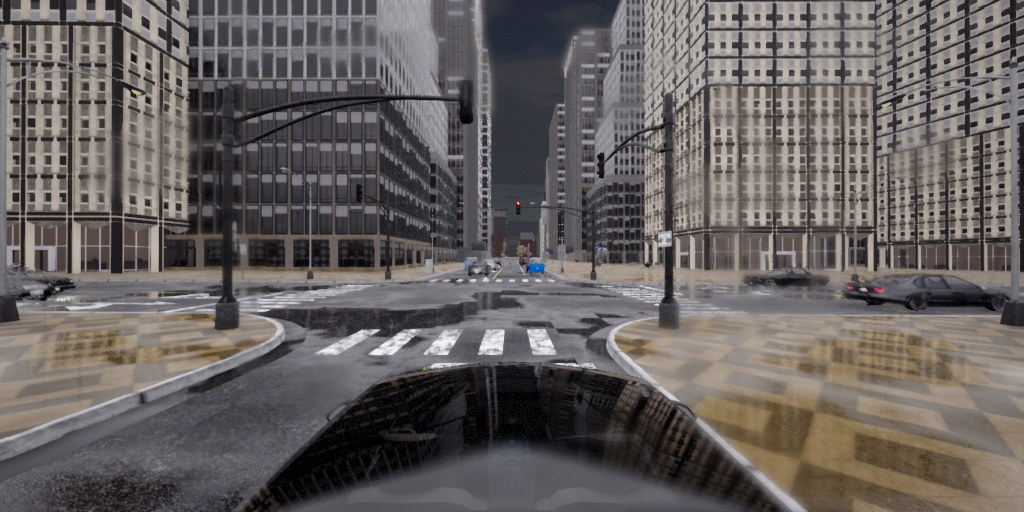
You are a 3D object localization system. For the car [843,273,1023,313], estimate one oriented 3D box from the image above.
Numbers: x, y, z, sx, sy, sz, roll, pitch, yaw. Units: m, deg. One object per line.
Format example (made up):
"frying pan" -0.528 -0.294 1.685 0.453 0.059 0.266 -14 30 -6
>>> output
"car" 16.500 1.403 14.237 5.357 1.411 2.033 0 0 1

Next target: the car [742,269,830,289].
"car" 18.240 1.513 24.089 4.718 1.301 1.895 0 0 -1

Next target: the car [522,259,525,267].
"car" 2.618 1.292 45.360 1.888 1.381 4.507 0 0 0

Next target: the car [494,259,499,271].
"car" -3.173 1.273 49.282 1.812 1.442 4.674 0 0 1

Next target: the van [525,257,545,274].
"van" 2.686 1.088 39.822 1.690 1.789 3.998 0 0 0

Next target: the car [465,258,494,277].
"car" -3.232 1.238 35.654 2.128 1.511 4.902 0 0 0

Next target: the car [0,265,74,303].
"car" -20.186 1.073 13.339 4.902 1.511 2.128 0 0 -1

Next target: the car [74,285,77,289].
"car" -23.724 1.116 16.514 5.357 1.411 2.033 0 0 -1
